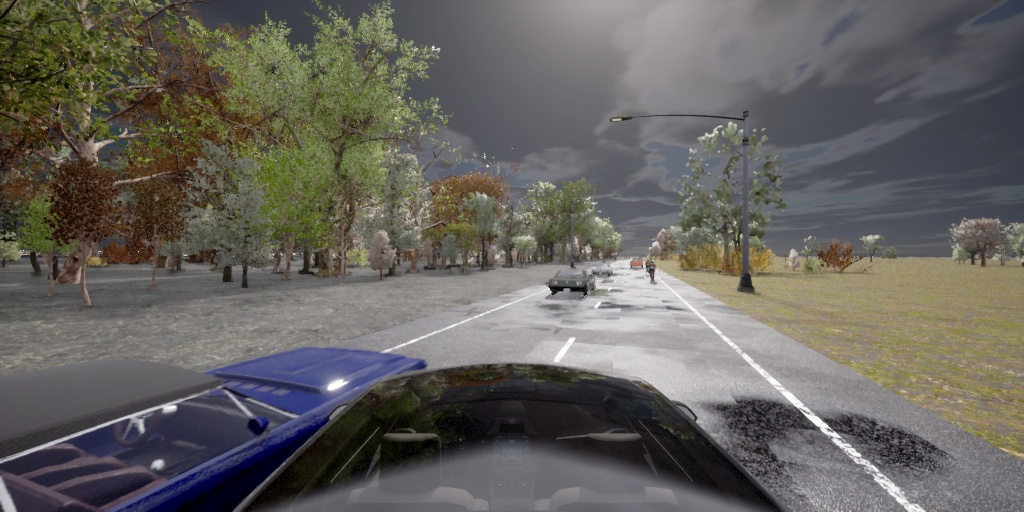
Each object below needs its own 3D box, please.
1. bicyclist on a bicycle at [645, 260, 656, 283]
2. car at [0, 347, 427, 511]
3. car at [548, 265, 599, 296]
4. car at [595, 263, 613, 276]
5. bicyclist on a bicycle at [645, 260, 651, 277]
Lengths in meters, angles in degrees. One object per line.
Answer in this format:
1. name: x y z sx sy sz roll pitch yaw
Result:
1. bicyclist on a bicycle: 10.667 1.209 27.271 0.582 1.620 1.656 0 0 19
2. car: -2.454 1.350 2.270 1.895 1.301 4.718 0 0 19
3. car: 3.386 1.354 19.434 1.895 1.301 4.718 0 0 19
4. car: 9.326 1.358 36.884 1.895 1.301 4.718 0 0 19
5. bicyclist on a bicycle: 13.550 1.211 35.741 0.582 1.620 1.656 0 0 19
